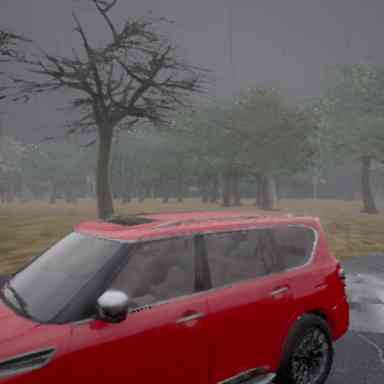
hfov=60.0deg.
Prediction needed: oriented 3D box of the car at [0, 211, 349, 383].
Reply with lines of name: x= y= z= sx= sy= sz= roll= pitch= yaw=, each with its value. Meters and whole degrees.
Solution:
car: x=-0.520 y=1.279 z=3.718 sx=5.566 sy=2.045 sz=2.150 roll=0 pitch=-1 yaw=-35
